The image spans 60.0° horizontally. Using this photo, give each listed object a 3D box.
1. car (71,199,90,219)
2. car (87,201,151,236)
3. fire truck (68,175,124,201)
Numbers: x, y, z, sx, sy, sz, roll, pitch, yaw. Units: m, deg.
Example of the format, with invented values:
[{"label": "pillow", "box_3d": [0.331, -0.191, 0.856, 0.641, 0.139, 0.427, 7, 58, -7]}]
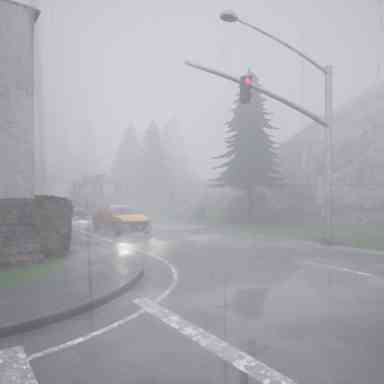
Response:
[{"label": "car", "box_3d": [-10.543, 1.548, 28.147, 2.033, 1.411, 5.357, 0, 0, -34]}, {"label": "car", "box_3d": [-4.039, 1.478, 18.650, 1.882, 1.535, 5.008, 0, 0, -34]}, {"label": "fire truck", "box_3d": [-9.839, 0.342, 33.481, 2.891, 3.827, 8.468, 0, 0, -34]}]
